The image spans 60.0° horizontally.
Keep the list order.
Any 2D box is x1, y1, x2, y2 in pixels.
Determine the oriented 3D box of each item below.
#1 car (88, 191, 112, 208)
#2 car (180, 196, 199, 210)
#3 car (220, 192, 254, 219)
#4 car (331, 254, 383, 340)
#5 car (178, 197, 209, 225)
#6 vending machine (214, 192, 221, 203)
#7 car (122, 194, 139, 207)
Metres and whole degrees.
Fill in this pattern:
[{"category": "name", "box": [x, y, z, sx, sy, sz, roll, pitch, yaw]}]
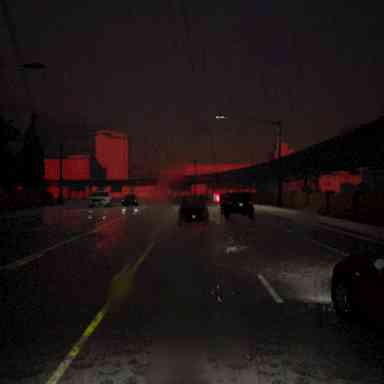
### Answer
[{"category": "car", "box": [-11.167, 0.889, 40.638, 2.150, 2.045, 5.566, 0, 0, -6]}, {"category": "car", "box": [-0.346, 1.261, 38.853, 1.994, 1.385, 4.181, 0, 0, -4]}, {"category": "car", "box": [3.600, 1.007, 27.132, 2.150, 2.045, 5.566, 0, 0, 0]}, {"category": "car", "box": [3.602, 1.317, 4.281, 2.097, 1.767, 4.553, 0, 0, 0]}, {"category": "car", "box": [0.106, 1.301, 22.320, 1.882, 1.535, 5.008, 0, 0, 0]}, {"category": "vending machine", "box": [4.804, 1.128, 63.370, 1.100, 2.100, 0.880, 1, -1, -16]}, {"category": "car", "box": [-8.041, 1.021, 43.659, 2.097, 1.767, 4.553, 0, 0, -8]}]
